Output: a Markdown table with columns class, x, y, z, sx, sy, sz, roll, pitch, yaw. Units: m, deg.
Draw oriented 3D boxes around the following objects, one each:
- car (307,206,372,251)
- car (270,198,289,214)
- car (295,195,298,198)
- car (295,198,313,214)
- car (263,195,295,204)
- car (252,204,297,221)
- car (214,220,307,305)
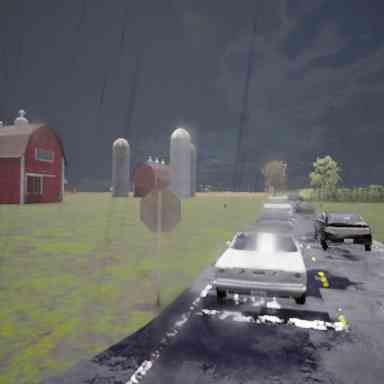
| class | x | y | z | sx | sy | sz | roll | pitch | yaw |
| --- | --- | --- | --- | --- | --- | --- | --- | --- | --- |
| car | 6.476 | 1.588 | 14.643 | 2.128 | 1.511 | 4.902 | 0 | 0 | 16 |
| car | 10.261 | 1.580 | 38.878 | 2.097 | 1.767 | 4.553 | 0 | -1 | 16 |
| car | 26.499 | 1.689 | 87.375 | 2.150 | 2.045 | 5.566 | 0 | 0 | 15 |
| car | 13.229 | 1.798 | 39.086 | 1.994 | 1.385 | 4.181 | 0 | 0 | 15 |
| car | 7.178 | 1.386 | 27.789 | 2.150 | 2.045 | 5.566 | 0 | 0 | 15 |
| car | 4.393 | 1.610 | 17.675 | 1.837 | 1.490 | 4.892 | 0 | 0 | 15 |
| car | 1.849 | 1.652 | 8.513 | 1.895 | 1.301 | 4.718 | 0 | 0 | 15 |
